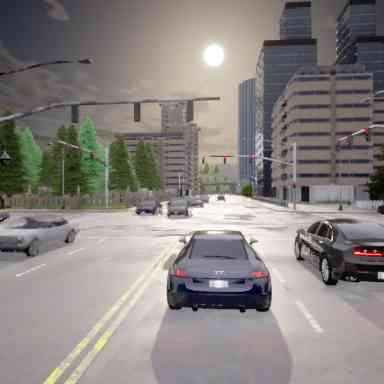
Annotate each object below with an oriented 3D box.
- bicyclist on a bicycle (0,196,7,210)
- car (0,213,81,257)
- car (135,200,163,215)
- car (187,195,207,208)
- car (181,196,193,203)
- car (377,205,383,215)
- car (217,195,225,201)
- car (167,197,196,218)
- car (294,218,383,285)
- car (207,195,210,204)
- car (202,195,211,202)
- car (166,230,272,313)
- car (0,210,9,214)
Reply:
[{"bbox_3d":[-22.282,1.301,39.028,0.582,1.620,1.656,0,0,5],"label":"bicyclist on a bicycle"},{"bbox_3d":[-6.213,1.601,13.101,1.895,1.301,4.718,0,0,5],"label":"car"},{"bbox_3d":[-4.198,1.547,33.632,2.033,1.411,5.357,0,0,7],"label":"car"},{"bbox_3d":[0.759,1.503,49.124,1.837,1.490,4.892,0,1,5],"label":"car"},{"bbox_3d":[-0.974,1.548,69.015,2.033,1.411,5.357,0,0,5],"label":"car"},{"bbox_3d":[20.391,1.478,31.649,5.008,1.535,1.882,0,0,5],"label":"car"},{"bbox_3d":[7.250,1.500,83.145,1.837,1.490,4.892,0,0,5],"label":"car"},{"bbox_3d":[-1.060,1.505,30.174,1.837,1.490,4.892,0,0,7],"label":"car"},{"bbox_3d":[4.240,1.505,9.388,1.837,1.490,4.892,0,0,5],"label":"car"},{"bbox_3d":[2.178,1.352,65.202,2.097,1.767,4.553,0,0,5],"label":"car"},{"bbox_3d":[3.505,1.484,80.398,1.837,1.490,4.892,0,0,5],"label":"car"},{"bbox_3d":[0.607,1.564,7.773,1.994,1.385,4.181,0,0,4],"label":"car"},{"bbox_3d":[-15.744,1.601,23.946,4.718,1.301,1.895,0,0,5],"label":"car"}]
